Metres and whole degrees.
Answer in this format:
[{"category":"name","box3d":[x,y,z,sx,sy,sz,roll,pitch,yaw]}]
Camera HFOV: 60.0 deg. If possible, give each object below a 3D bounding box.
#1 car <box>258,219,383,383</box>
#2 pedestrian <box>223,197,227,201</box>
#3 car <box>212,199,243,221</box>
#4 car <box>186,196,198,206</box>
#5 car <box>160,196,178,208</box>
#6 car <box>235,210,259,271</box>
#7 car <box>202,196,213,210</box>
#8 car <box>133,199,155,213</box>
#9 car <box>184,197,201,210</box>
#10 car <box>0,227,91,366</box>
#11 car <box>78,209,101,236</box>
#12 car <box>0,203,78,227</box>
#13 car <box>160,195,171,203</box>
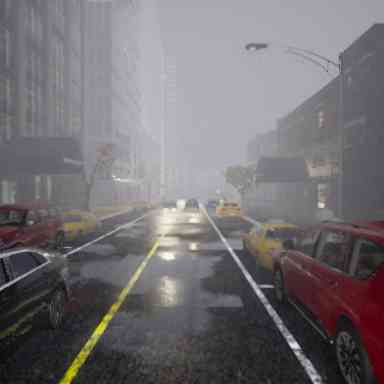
[{"category":"car","box3d":[2.676,1.319,5.063,2.192,1.841,5.009,-1,0,0]},{"category":"pedestrian","box3d":[2.999,1.316,30.411,0.375,1.860,0.375,-1,1,-2]},{"category":"car","box3d":[2.999,1.498,27.421,1.882,1.535,5.008,0,0,0]},{"category":"car","box3d":[-0.003,1.516,54.897,1.882,1.535,5.008,0,0,0]},{"category":"car","box3d":[-3.076,1.597,47.086,1.994,1.385,4.181,0,0,0]},{"category":"car","box3d":[2.679,1.533,10.768,1.752,1.417,4.829,-1,0,0]},{"category":"car","box3d":[2.677,1.597,43.805,1.947,1.339,4.313,-1,0,0]},{"category":"car","box3d":[-5.704,1.552,38.112,1.752,1.417,4.829,-1,0,0]},{"category":"car","box3d":[0.014,1.536,42.874,1.837,1.490,4.892,0,0,0]},{"category":"car","box3d":[-3.099,1.494,4.074,2.128,1.511,4.902,0,0,0]},{"category":"car","box3d":[-5.702,1.537,15.972,1.752,1.417,4.829,-1,0,0]},{"category":"car","box3d":[-5.705,1.323,10.607,2.192,1.841,5.009,-1,0,0]},{"category":"car","box3d":[-5.707,1.490,71.491,1.967,1.590,4.097,-1,0,0]}]
